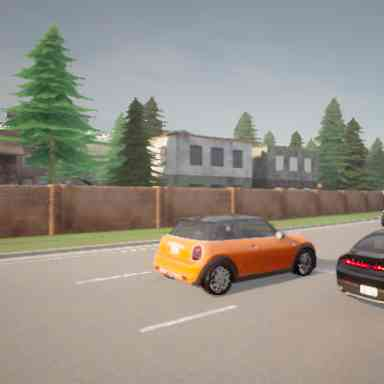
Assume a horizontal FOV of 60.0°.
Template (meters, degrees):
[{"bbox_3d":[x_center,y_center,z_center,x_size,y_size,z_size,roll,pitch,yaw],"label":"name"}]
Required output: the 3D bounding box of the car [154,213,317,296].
[{"bbox_3d":[1.332,1.394,8.994,4.553,1.767,2.097,0,0,-35],"label":"car"}]

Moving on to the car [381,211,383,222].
[{"bbox_3d":[15.300,1.533,23.355,4.553,1.767,2.097,1,0,-35],"label":"car"}]

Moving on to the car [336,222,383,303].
[{"bbox_3d":[5.174,1.563,7.435,4.892,1.490,1.837,1,0,-35],"label":"car"}]
